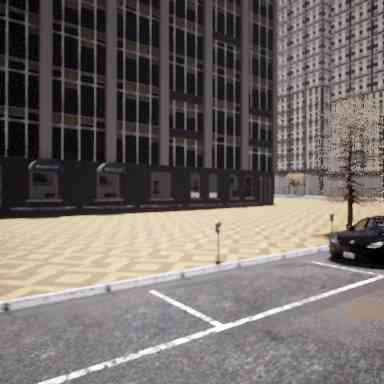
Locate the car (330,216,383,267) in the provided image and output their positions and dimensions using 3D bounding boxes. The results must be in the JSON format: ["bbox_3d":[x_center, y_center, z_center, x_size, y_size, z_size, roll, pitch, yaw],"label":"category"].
[{"bbox_3d":[6.433,1.493,11.141,4.313,1.339,1.947,0,1,-36],"label":"car"}]
